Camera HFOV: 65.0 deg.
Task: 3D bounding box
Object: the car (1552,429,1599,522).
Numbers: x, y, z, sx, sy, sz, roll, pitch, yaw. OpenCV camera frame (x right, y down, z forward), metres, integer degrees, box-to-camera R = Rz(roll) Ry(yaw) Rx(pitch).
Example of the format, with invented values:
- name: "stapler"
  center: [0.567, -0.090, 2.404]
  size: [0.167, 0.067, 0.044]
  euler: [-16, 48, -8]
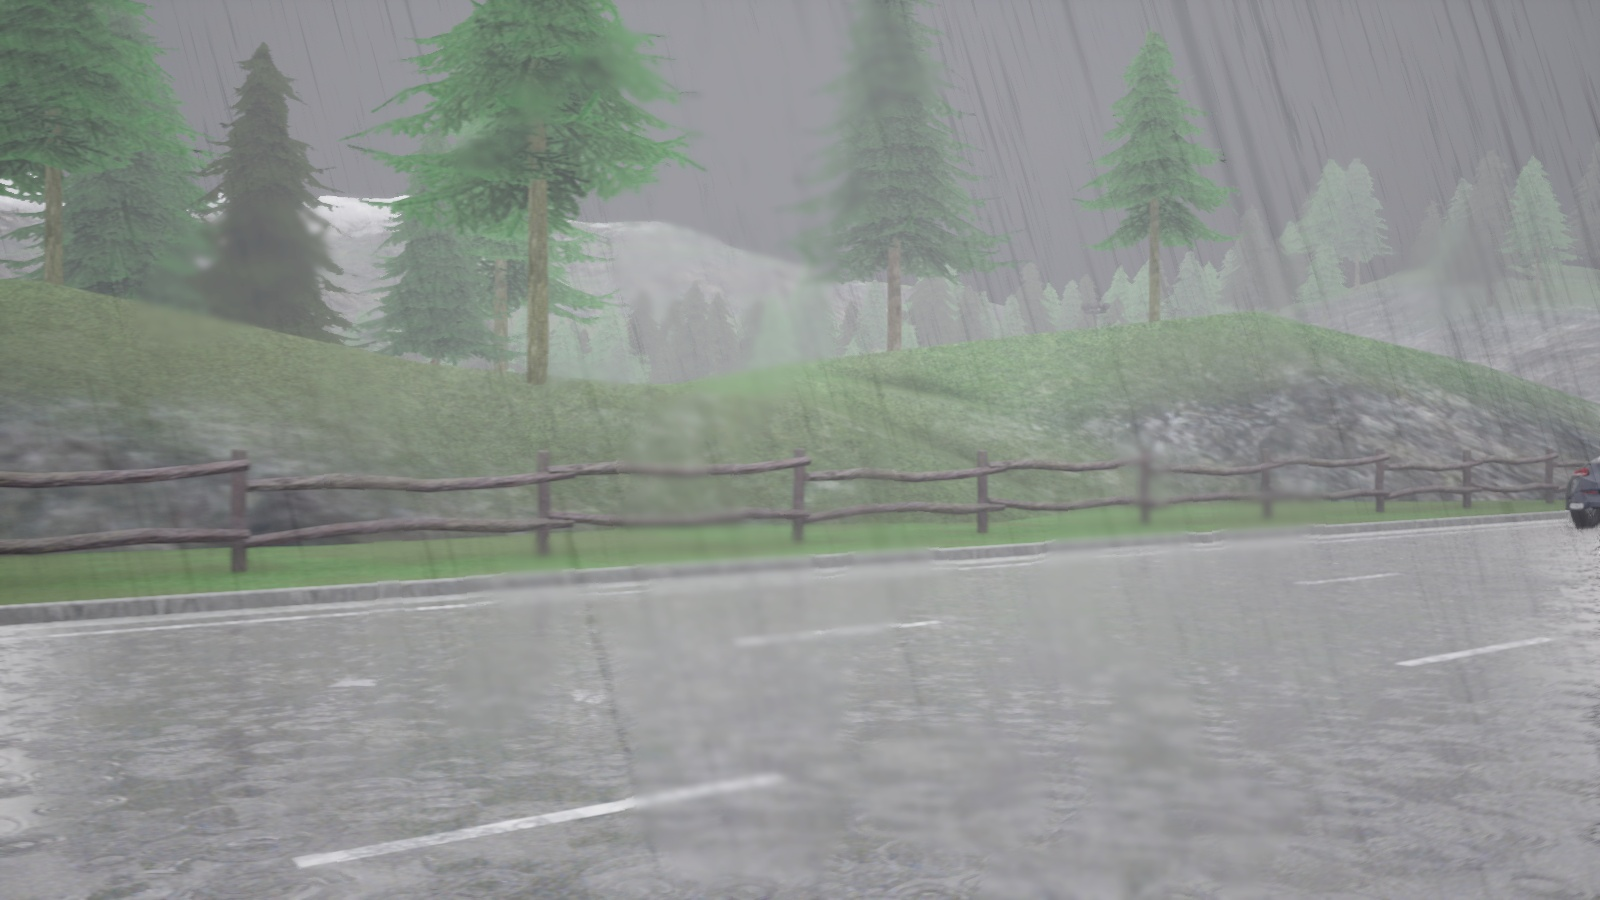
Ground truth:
- name: "car"
  center: [16.555, 0.445, 23.716]
  size: [5.027, 1.651, 2.152]
  euler: [0, 0, -35]
